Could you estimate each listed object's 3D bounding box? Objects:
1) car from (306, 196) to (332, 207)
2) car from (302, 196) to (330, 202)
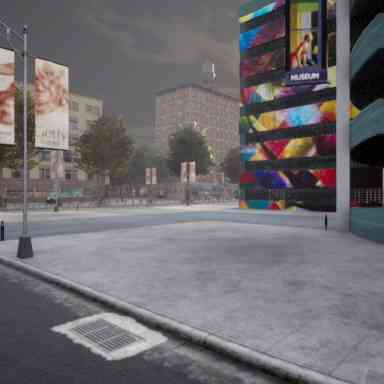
[{"bbox_3d":[19.548,1.412,51.047,2.161,1.482,4.786,0,0,43],"label":"car"},{"bbox_3d":[14.241,1.319,39.318,2.002,1.452,4.674,0,0,43],"label":"car"}]
